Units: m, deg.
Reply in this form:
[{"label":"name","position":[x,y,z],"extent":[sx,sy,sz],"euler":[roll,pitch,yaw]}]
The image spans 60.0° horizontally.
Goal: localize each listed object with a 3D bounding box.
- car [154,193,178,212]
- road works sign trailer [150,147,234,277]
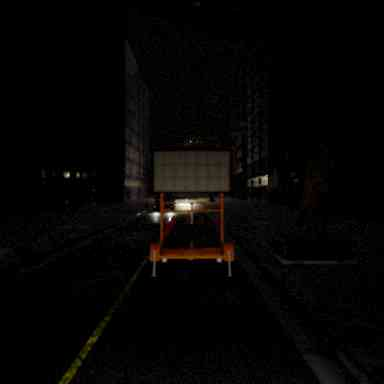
[{"label":"car","position":[-3.103,1.127,38.378],"extent":[2.150,2.045,5.566],"euler":[0,1,0]},{"label":"road works sign trailer","position":[-0.001,0.440,10.169],"extent":[2.380,3.560,2.880],"euler":[0,0,0]}]
